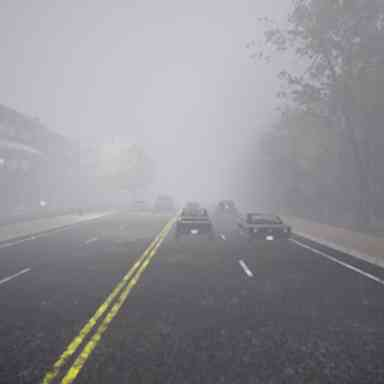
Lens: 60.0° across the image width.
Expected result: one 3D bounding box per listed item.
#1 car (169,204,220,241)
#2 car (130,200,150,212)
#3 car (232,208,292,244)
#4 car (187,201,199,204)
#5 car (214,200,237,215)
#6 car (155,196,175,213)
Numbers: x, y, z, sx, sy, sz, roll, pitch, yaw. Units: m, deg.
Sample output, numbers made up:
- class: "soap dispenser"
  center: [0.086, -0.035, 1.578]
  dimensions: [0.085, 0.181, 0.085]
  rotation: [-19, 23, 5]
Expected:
- class: "car"
  center: [0.102, 1.594, 17.447]
  dimensions: [2.128, 1.511, 4.902]
  rotation: [0, 0, 0]
- class: "car"
  center: [-6.586, 1.771, 42.307]
  dimensions: [1.812, 1.442, 4.674]
  rotation: [0, -1, 0]
- class: "car"
  center: [3.351, 1.698, 16.509]
  dimensions: [1.895, 1.301, 4.718]
  rotation: [0, 0, 0]
- class: "car"
  center: [0.102, 1.732, 35.458]
  dimensions: [1.812, 1.442, 4.674]
  rotation: [0, 0, 0]
- class: "car"
  center: [3.352, 1.550, 34.049]
  dimensions: [2.097, 1.767, 4.553]
  rotation: [0, 0, 0]
- class: "car"
  center: [-3.334, 1.463, 41.503]
  dimensions: [2.150, 2.045, 5.566]
  rotation: [0, 0, 0]
